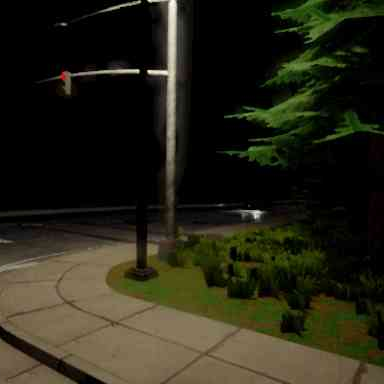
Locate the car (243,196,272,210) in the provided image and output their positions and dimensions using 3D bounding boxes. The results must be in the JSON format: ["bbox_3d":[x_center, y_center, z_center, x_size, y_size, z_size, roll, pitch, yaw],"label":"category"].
[{"bbox_3d":[7.578,1.251,38.003,1.837,1.490,4.892,1,1,36],"label":"car"}]
